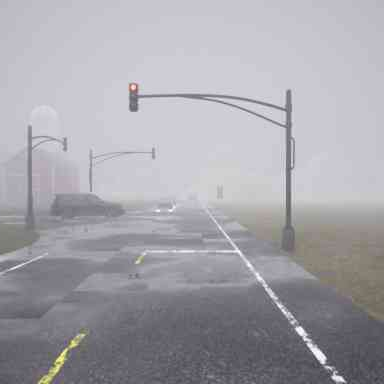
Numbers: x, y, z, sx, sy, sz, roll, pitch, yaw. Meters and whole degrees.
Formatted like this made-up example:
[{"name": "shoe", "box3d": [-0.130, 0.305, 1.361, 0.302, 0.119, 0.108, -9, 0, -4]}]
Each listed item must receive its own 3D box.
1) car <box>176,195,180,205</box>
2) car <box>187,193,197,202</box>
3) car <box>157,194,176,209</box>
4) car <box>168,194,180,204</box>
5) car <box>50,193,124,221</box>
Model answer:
[{"name": "car", "box3d": [-3.546, 1.515, 55.006, 1.994, 1.385, 4.181, 0, 0, 0]}, {"name": "car", "box3d": [0.067, 1.134, 74.720, 2.150, 2.045, 5.566, 0, 0, 0]}, {"name": "car", "box3d": [-3.561, 1.443, 45.112, 1.882, 1.535, 5.008, 0, 0, 0]}, {"name": "car", "box3d": [-3.486, 1.286, 65.031, 2.097, 1.767, 4.553, 0, 0, 1]}, {"name": "car", "box3d": [-8.268, 1.142, 26.387, 5.566, 2.045, 2.150, 0, 1, -23]}]
